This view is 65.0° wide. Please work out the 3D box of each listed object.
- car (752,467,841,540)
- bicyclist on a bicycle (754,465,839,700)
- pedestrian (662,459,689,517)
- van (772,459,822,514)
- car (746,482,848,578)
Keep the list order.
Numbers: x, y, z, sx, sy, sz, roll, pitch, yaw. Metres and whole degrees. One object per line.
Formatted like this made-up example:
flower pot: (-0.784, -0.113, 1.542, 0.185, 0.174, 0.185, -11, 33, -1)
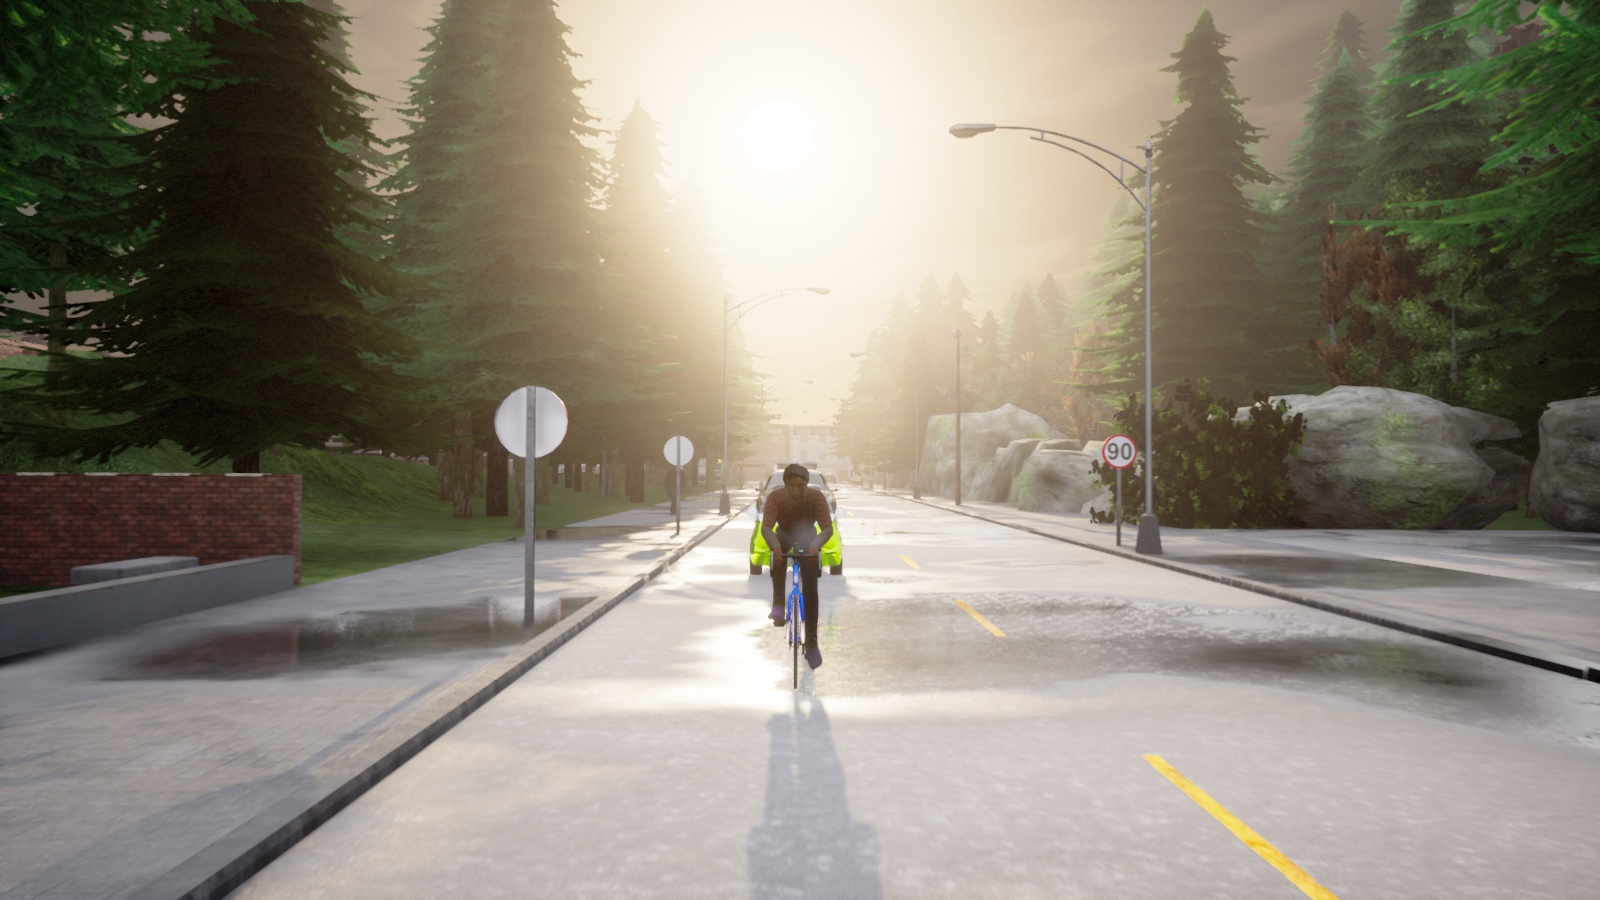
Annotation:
car: (-0.078, 1.266, 31.171, 2.033, 1.649, 4.856, 0, -1, 0)
bicyclist on a bicycle: (-0.024, 0.927, 9.540, 0.582, 1.620, 1.656, 0, 0, 0)
pedestrian: (-3.985, 1.215, 40.285, 0.634, 1.844, 0.899, 0, -1, -22)
van: (-0.102, 1.362, 47.427, 1.775, 1.987, 4.442, 0, -1, 0)
car: (-0.049, 1.196, 19.471, 1.481, 1.376, 2.207, 0, -1, 0)
